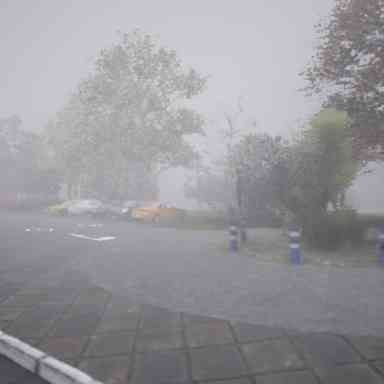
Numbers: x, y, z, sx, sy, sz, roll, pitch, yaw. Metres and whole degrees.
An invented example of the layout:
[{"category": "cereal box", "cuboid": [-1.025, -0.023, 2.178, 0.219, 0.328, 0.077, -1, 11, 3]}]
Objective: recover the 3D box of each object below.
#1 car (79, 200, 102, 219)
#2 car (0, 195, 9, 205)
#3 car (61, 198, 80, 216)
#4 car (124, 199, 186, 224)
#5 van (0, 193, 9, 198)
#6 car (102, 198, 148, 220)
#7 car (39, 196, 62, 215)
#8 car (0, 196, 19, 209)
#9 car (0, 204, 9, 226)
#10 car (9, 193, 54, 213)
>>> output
[{"category": "car", "cuboid": [-6.833, 1.504, 28.857, 2.163, 1.488, 4.792, 1, 0, 36]}, {"category": "car", "cuboid": [-18.039, 1.369, 36.995, 2.163, 1.488, 4.792, 1, 0, 36]}, {"category": "car", "cuboid": [-9.059, 1.488, 30.506, 2.002, 1.452, 4.674, 1, 0, 36]}, {"category": "car", "cuboid": [-2.436, 1.527, 25.694, 2.097, 1.535, 5.008, 1, 0, 36]}, {"category": "van", "cuboid": [-20.293, 1.087, 38.811, 1.878, 1.987, 4.442, 1, 0, 36]}, {"category": "car", "cuboid": [-4.656, 1.375, 27.351, 2.185, 1.767, 4.553, 1, 0, 36]}, {"category": "car", "cuboid": [-11.408, 1.418, 31.986, 1.946, 1.575, 5.366, 1, 0, 36]}, {"category": "car", "cuboid": [-24.724, 1.307, 41.921, 2.163, 1.488, 4.792, 0, 0, 36]}, {"category": "car", "cuboid": [-12.277, 1.539, 16.646, 2.163, 1.488, 4.792, 1, 0, 36]}, {"category": "car", "cuboid": [-15.762, 1.115, 35.412, 2.435, 2.045, 5.566, 1, 0, 36]}]
